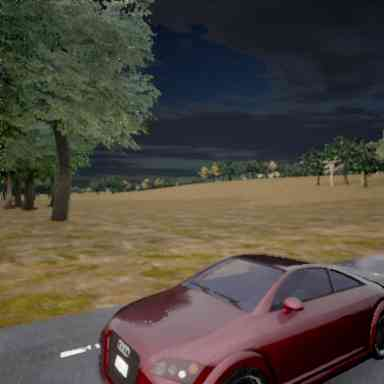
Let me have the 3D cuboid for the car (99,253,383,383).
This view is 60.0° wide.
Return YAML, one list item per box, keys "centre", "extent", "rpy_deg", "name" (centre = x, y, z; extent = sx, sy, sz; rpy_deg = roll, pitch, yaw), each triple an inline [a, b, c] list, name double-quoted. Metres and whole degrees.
- centre: [0.936, 1.592, 4.498]
  extent: [4.181, 1.385, 1.994]
  rpy_deg: [0, 0, -34]
  name: "car"
